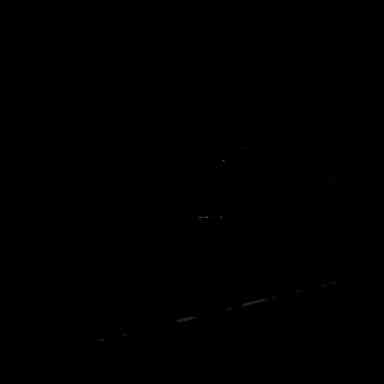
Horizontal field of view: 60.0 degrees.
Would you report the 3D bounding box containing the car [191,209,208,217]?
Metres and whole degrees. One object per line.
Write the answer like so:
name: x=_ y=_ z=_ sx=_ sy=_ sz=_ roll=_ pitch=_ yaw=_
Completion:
car: x=1.403 y=4.116 z=65.443 sx=1.837 sy=1.490 sz=4.892 roll=1 pitch=-4 yaw=-26
